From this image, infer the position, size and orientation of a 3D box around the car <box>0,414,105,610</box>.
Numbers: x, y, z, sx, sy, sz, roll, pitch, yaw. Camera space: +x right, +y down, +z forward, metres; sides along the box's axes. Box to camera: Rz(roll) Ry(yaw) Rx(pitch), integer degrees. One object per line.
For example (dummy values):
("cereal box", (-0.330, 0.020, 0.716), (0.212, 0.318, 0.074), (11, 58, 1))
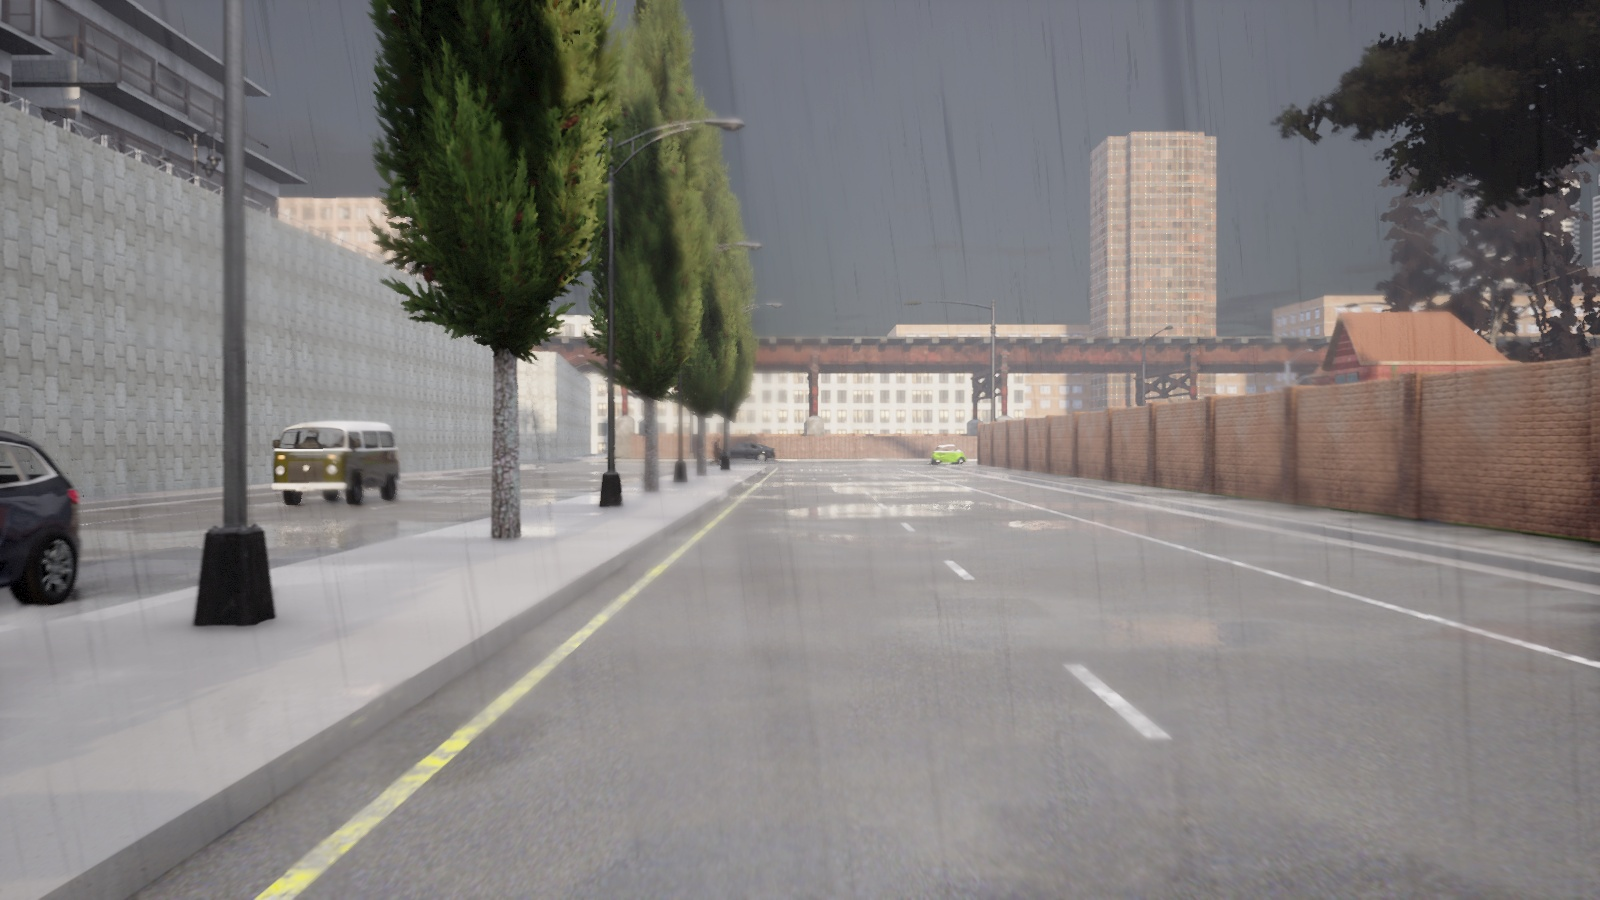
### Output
("car", (-7.927, 0.525, 9.975), (2.242, 1.667, 4.611), (0, 0, 0))

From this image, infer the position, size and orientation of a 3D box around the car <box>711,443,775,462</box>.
("car", (-4.421, 0.194, 98.304), (4.892, 1.490, 1.837), (0, 0, 2))

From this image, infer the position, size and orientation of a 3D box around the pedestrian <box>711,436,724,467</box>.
("pedestrian", (-4.863, 0.069, 74.326), (0.694, 1.848, 0.540), (0, 0, -11))

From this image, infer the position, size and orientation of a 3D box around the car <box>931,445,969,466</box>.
("car", (9.989, 0.337, 83.755), (2.207, 1.376, 1.481), (0, 0, -8))

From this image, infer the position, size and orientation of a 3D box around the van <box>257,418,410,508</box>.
("van", (-11.309, 0.287, 30.802), (2.069, 2.038, 4.480), (0, 0, 0))
